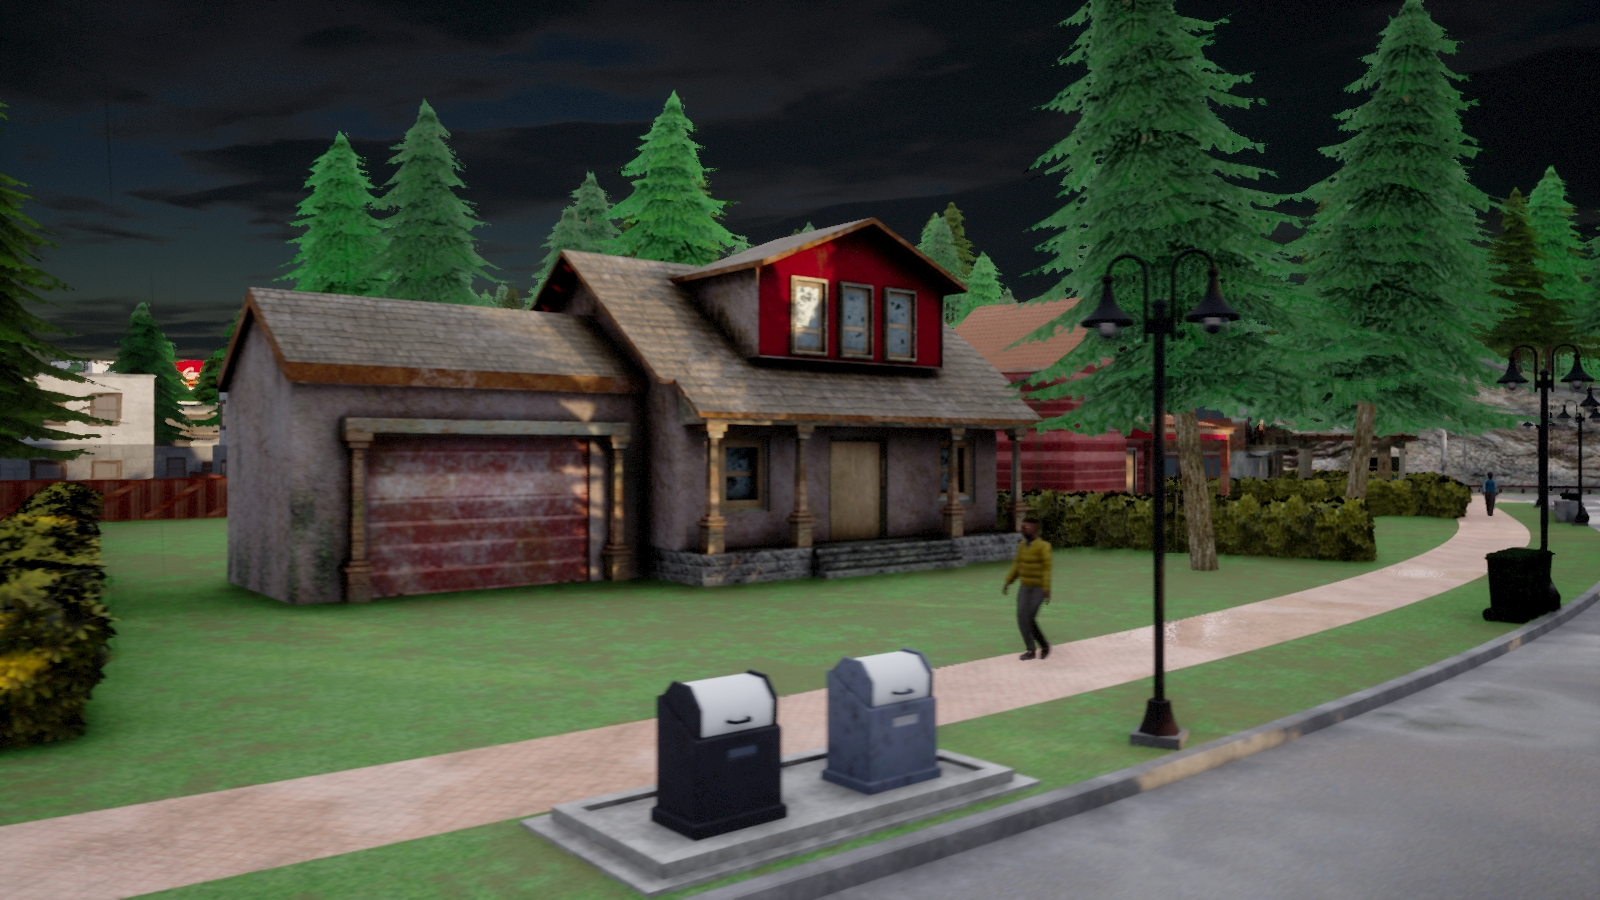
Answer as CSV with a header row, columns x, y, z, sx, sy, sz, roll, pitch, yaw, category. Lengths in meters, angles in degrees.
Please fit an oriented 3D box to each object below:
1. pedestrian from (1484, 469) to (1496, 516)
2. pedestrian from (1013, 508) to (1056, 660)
x,y,z,sx,sy,sz,roll,pitch,yaw,category
27.720,1.704,45.904,0.375,1.860,0.375,0,0,26,pedestrian
2.956,1.673,14.401,0.375,1.860,0.375,0,0,-38,pedestrian
